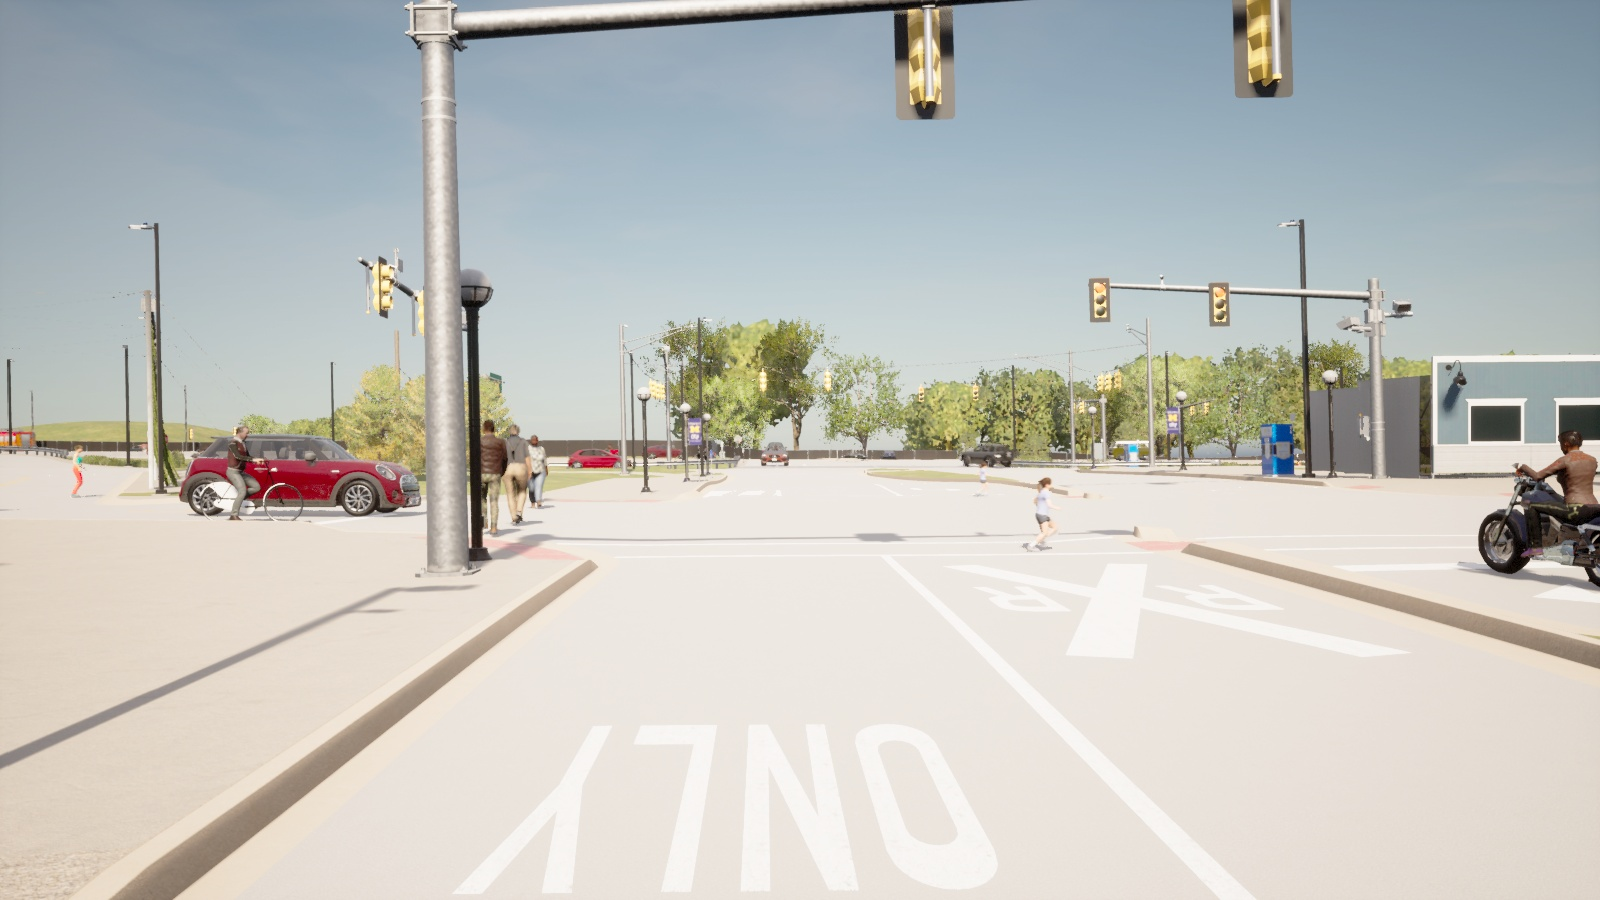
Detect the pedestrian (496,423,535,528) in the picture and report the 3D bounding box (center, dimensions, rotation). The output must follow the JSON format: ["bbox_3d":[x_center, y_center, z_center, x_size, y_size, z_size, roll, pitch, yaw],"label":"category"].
[{"bbox_3d":[-5.122,0.452,22.611,0.540,1.848,0.694,-2,-1,-5],"label":"pedestrian"}]

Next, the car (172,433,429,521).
[{"bbox_3d":[-10.303,0.550,26.207,4.553,1.767,2.097,0,-1,-2],"label":"car"}]

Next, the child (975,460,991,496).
[{"bbox_3d":[5.725,0.861,39.298,0.394,1.110,0.255,-2,-1,-2],"label":"child"}]

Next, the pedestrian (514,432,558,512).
[{"bbox_3d":[-6.342,0.527,30.168,0.874,1.855,0.900,-2,-1,-18],"label":"pedestrian"}]

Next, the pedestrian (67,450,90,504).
[{"bbox_3d":[-24.900,0.913,43.331,0.594,1.836,0.345,-2,-1,-21],"label":"pedestrian"}]

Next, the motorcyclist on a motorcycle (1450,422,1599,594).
[{"bbox_3d":[7.964,0.535,13.254,0.766,1.649,2.350,-1,1,-6],"label":"motorcyclist on a motorcycle"}]

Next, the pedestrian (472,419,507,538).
[{"bbox_3d":[-4.909,0.441,19.829,0.431,1.840,0.703,-2,-1,-19],"label":"pedestrian"}]

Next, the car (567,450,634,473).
[{"bbox_3d":[-13.222,0.778,83.245,4.193,1.474,1.816,0,-1,-2],"label":"car"}]

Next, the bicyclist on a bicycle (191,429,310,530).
[{"bbox_3d":[-9.852,0.525,22.563,1.843,1.776,0.659,0,-1,-2],"label":"bicyclist on a bicycle"}]

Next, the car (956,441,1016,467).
[{"bbox_3d":[14.161,0.286,95.792,1.932,1.855,4.605,-3,2,-31],"label":"car"}]

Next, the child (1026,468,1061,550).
[{"bbox_3d":[3.368,0.811,17.371,0.394,1.110,0.255,-2,-1,-1],"label":"child"}]
